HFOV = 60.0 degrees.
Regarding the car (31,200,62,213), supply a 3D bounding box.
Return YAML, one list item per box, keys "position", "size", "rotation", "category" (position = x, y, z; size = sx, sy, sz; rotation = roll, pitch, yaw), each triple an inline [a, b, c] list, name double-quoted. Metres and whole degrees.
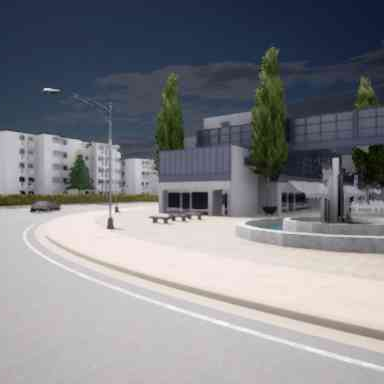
- position: [-17.449, 1.701, 40.001]
  size: [1.994, 1.385, 4.181]
  rotation: [0, 0, 7]
  category: "car"
